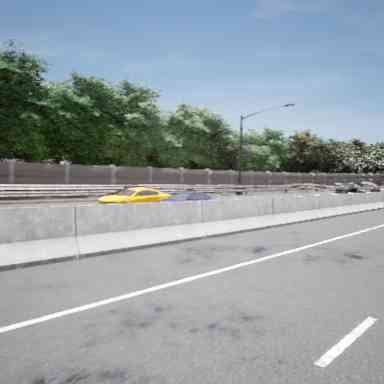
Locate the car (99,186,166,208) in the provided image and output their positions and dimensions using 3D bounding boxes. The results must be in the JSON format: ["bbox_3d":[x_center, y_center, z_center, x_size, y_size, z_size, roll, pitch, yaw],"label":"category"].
[{"bbox_3d":[-4.428,0.306,25.369,4.892,1.490,1.837,-1,4,-45],"label":"car"}]

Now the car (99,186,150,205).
[{"bbox_3d":[-3.526,0.485,21.333,5.008,1.535,1.882,-1,4,-45],"label":"car"}]

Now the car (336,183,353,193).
[{"bbox_3d":[24.986,-0.670,53.512,4.553,1.767,2.097,-2,4,-42],"label":"car"}]

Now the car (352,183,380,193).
[{"bbox_3d":[26.859,-0.336,50.492,4.902,1.511,2.128,-2,4,-42],"label":"car"}]

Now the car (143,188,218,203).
[{"bbox_3d":[-0.280,0.692,19.655,4.674,1.442,1.812,-1,4,-45],"label":"car"}]
